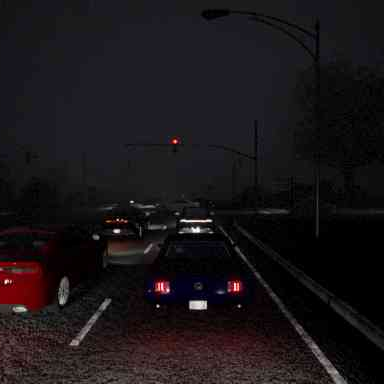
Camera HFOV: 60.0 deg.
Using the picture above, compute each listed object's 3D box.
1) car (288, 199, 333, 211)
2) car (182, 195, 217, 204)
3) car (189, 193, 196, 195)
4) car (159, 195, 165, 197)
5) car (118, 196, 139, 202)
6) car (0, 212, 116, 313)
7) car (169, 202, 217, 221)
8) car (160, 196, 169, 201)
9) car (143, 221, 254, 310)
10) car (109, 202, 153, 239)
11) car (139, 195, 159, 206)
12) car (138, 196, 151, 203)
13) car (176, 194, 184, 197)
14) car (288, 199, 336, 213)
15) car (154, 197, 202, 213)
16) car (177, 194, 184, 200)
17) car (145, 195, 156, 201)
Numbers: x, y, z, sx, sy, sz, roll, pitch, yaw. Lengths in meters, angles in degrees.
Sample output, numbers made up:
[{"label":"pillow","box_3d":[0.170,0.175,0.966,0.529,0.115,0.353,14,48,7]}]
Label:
[{"label":"car","box_3d":[14.055,1.526,39.640,4.674,1.442,1.812,0,0,3]},{"label":"car","box_3d":[1.212,1.506,44.120,1.837,1.490,4.892,-4,2,-38]},{"label":"car","box_3d":[0.208,1.217,84.684,2.150,2.045,5.566,0,0,0]},{"label":"car","box_3d":[-6.892,1.601,63.464,1.895,1.301,4.718,0,0,1]},{"label":"car","box_3d":[-10.486,1.491,53.185,2.128,1.511,4.902,0,0,1]},{"label":"car","box_3d":[-3.383,1.478,7.805,1.882,1.535,5.008,0,0,0]},{"label":"car","box_3d":[0.150,1.491,17.040,2.128,1.511,4.902,0,0,-1]},{"label":"car","box_3d":[-6.798,1.595,83.208,1.895,1.301,4.718,0,0,0]},{"label":"car","box_3d":[0.118,1.601,7.778,1.895,1.301,4.718,0,0,0]},{"label":"car","box_3d":[-3.359,1.505,17.303,1.837,1.490,4.892,0,0,0]},{"label":"car","box_3d":[-6.958,1.564,54.703,1.994,1.385,4.181,0,0,-1]},{"label":"car","box_3d":[-10.326,1.540,72.537,2.033,1.411,5.357,0,0,0]},{"label":"car","box_3d":[-3.292,1.532,84.663,2.033,1.411,5.357,0,0,0]},{"label":"car","box_3d":[12.913,1.601,36.200,4.718,1.301,1.895,0,0,3]},{"label":"car","box_3d":[-1.486,1.525,37.043,4.674,1.442,1.812,0,0,3]},{"label":"car","box_3d":[-3.226,1.327,95.071,1.882,1.535,5.008,0,0,1]},{"label":"car","box_3d":[-10.299,1.540,82.841,2.033,1.411,5.357,0,0,0]}]
